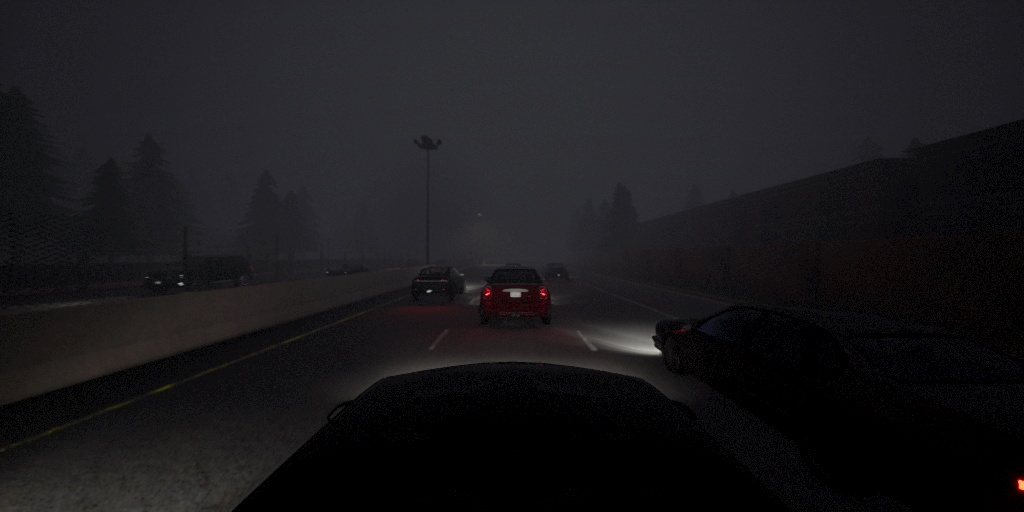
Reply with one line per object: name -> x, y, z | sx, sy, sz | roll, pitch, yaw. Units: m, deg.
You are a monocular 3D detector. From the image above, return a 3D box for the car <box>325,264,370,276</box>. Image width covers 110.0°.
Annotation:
car -> -14.098, 1.353, 30.927 | 1.895, 1.301, 4.718 | 0, 0, 0

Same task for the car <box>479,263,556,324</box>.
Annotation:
car -> 0.098, 1.103, 12.188 | 2.097, 1.767, 4.553 | 0, 0, 0

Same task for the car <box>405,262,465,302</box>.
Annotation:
car -> -3.401, 1.243, 17.162 | 2.128, 1.511, 4.902 | 0, 0, 0

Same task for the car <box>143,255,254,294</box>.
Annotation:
car -> -17.601, 0.973, 20.599 | 2.150, 2.045, 5.566 | 0, 0, 0

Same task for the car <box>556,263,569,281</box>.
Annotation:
car -> 3.585, 1.278, 29.855 | 1.812, 1.442, 4.674 | 0, 0, 0

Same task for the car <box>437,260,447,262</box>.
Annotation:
car -> -10.503, 1.280, 53.009 | 1.812, 1.442, 4.674 | 0, 0, 0

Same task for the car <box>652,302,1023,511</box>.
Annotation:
car -> 3.599, 1.298, 4.435 | 2.033, 1.411, 5.357 | 0, 0, 0
